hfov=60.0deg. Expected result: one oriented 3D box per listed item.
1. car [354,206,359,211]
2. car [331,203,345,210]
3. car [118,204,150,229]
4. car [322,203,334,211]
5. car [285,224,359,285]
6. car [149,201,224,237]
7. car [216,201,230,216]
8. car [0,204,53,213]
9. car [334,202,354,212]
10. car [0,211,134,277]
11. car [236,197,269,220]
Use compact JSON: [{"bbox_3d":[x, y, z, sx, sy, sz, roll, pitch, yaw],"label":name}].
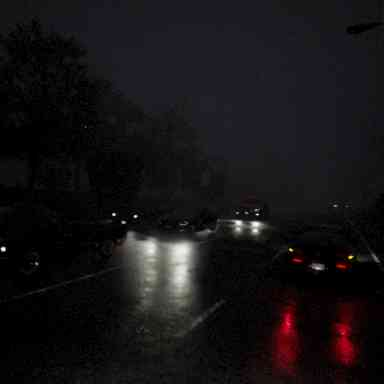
[{"bbox_3d":[40.292,4.055,83.273,2.033,1.411,5.357,3,0,39],"label":"car"},{"bbox_3d":[37.216,3.687,84.995,2.097,1.767,4.553,3,0,39],"label":"car"},{"bbox_3d":[-2.933,1.441,20.590,1.895,1.301,4.718,3,0,23],"label":"car"},{"bbox_3d":[31.360,3.531,76.669,2.128,1.511,4.902,3,0,34],"label":"car"},{"bbox_3d":[4.111,1.741,10.388,1.812,1.442,4.674,3,0,25],"label":"car"},{"bbox_3d":[-0.107,1.467,18.313,1.882,1.535,5.008,3,0,24],"label":"car"},{"bbox_3d":[2.321,1.632,32.741,2.128,1.511,4.902,3,0,23],"label":"car"},{"bbox_3d":[-6.652,1.169,12.283,1.812,1.442,4.674,3,0,25],"label":"car"},{"bbox_3d":[34.232,3.377,74.634,2.150,2.045,5.566,3,0,34],"label":"car"},{"bbox_3d":[-3.994,1.386,9.749,1.895,1.301,4.718,3,0,25],"label":"car"},{"bbox_3d":[6.024,1.561,32.452,2.150,2.045,5.566,3,1,23],"label":"car"}]
